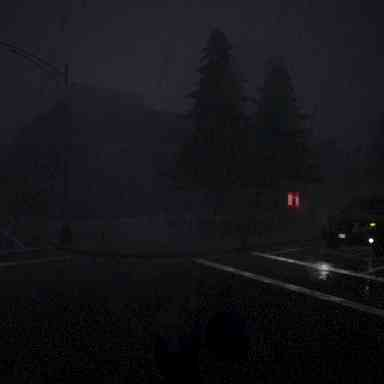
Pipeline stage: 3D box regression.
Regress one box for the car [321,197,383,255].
[{"bbox_3d":[7.682,1.248,13.754,5.566,2.045,2.150,0,0,-37],"label":"car"}]
